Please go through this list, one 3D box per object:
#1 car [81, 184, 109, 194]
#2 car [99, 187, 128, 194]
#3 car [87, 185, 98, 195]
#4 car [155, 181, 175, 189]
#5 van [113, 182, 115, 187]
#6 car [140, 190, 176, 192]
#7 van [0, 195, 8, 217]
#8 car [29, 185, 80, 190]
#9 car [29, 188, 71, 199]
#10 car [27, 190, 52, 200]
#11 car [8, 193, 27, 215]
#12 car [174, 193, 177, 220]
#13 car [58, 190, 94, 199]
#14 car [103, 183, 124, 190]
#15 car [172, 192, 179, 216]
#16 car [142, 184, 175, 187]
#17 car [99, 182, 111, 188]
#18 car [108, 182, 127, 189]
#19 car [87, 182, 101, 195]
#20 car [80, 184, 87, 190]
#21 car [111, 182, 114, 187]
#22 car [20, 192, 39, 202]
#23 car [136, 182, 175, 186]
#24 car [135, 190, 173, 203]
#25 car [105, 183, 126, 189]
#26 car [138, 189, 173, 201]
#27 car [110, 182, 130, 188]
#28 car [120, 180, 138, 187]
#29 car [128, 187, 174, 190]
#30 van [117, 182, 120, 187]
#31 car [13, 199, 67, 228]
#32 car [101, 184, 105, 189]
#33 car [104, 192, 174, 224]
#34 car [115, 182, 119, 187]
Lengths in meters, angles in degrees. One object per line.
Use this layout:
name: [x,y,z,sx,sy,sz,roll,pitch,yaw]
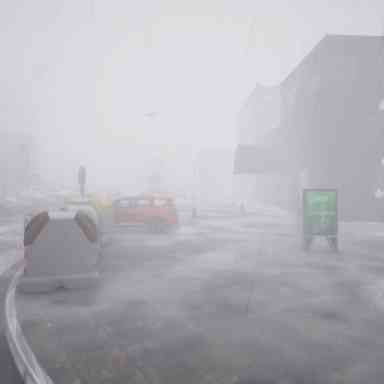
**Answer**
car: [-18.170,-0.618,62.458,4.553,1.767,2.185,0,2,-3]
car: [-9.194,0.601,39.666,2.128,1.511,4.902,0,3,-3]
car: [-17.563,0.029,51.315,4.792,1.488,2.163,0,2,-3]
car: [-7.551,-2.015,94.060,5.566,2.045,2.435,0,2,-3]
van: [-18.621,-0.964,68.019,4.442,1.987,1.878,0,2,-3]
car: [-4.264,0.908,33.483,4.892,1.521,2.231,0,2,-3]
van: [-15.951,0.997,23.446,4.442,1.987,1.878,0,2,-3]
car: [-16.953,0.240,40.158,5.566,2.045,2.435,0,2,-3]
car: [-16.825,0.613,37.380,5.008,1.535,2.097,0,2,-3]
car: [-16.514,0.866,31.683,4.892,1.521,2.231,0,2,-3]
car: [-16.229,1.106,26.235,4.892,1.521,2.231,0,2,-3]
car: [-4.128,1.167,27.485,5.366,1.575,1.946,0,3,-3]
car: [-12.141,0.844,35.080,1.994,1.385,4.181,0,3,-3]
car: [-19.274,-1.351,81.968,4.892,1.521,2.231,0,2,-3]
car: [-3.919,1.040,30.437,5.366,1.575,1.946,0,2,-3]
car: [-5.101,0.135,48.130,4.553,1.767,2.185,0,3,-3]
car: [-18.075,-0.621,59.661,5.566,2.045,2.435,0,2,-3]
car: [-19.539,-1.723,87.537,4.553,1.767,2.185,0,3,-3]
car: [-17.775,-0.249,54.094,4.553,1.767,2.185,0,2,-3]
car: [-17.312,0.125,45.609,4.553,1.767,2.185,0,2,-3]
car: [-18.383,-0.586,65.246,4.792,1.488,2.163,0,3,-3]
car: [-16.377,1.022,29.021,4.674,1.452,2.002,0,3,-3]
car: [-5.194,-0.113,50.934,5.566,2.045,2.435,0,2,-3]
car: [-4.747,0.565,42.153,4.674,1.452,2.002,0,2,-3]
car: [-19.414,-1.474,84.756,4.892,1.521,2.231,0,2,-3]
car: [-4.914,0.430,45.208,4.674,1.452,2.002,0,3,-3]
car: [-20.062,-1.848,93.106,5.366,1.575,1.946,0,3,-3]
car: [-14.248,-1.657,75.416,2.150,2.045,5.566,0,3,-3]
car: [-4.391,0.658,36.285,4.553,1.767,2.185,0,3,-3]
van: [-18.997,-1.454,79.179,4.442,1.987,1.878,0,2,-3]
car: [-8.040,1.437,19.336,2.128,1.511,4.902,0,2,-4]
car: [-17.927,-0.217,56.888,4.792,1.488,2.163,0,2,-3]
car: [-3.812,1.170,24.553,4.553,1.767,2.185,0,2,-3]
car: [-18.657,-0.821,70.824,4.674,1.452,2.002,0,3,-3]
